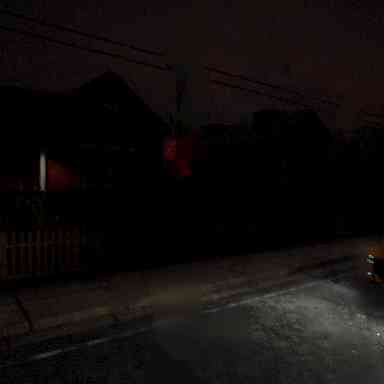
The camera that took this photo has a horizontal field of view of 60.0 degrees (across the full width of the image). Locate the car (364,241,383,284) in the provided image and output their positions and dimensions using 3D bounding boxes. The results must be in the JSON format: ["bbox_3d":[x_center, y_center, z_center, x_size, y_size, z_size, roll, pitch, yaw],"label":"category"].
[{"bbox_3d":[6.320,1.476,8.431,5.008,1.535,1.882,0,0,-35],"label":"car"}]
